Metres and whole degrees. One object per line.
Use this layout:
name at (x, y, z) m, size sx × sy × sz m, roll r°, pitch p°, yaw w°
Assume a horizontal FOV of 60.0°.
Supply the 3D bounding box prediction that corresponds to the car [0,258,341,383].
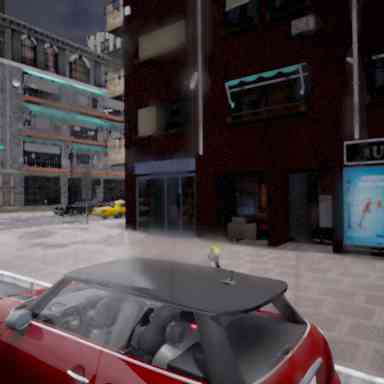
car at (-0.746, 1.437, 3.474) m, size 4.097 × 1.590 × 1.967 m, roll 0°, pitch -1°, yaw 35°

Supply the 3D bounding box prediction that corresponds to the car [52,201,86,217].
car at (-9.458, 1.418, 28.676) m, size 1.895 × 1.301 × 4.718 m, roll -1°, pitch 0°, yaw 36°

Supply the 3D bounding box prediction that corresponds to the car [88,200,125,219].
car at (-5.100, 1.253, 24.812) m, size 1.752 × 1.417 × 4.829 m, roll -1°, pitch 0°, yaw 36°
